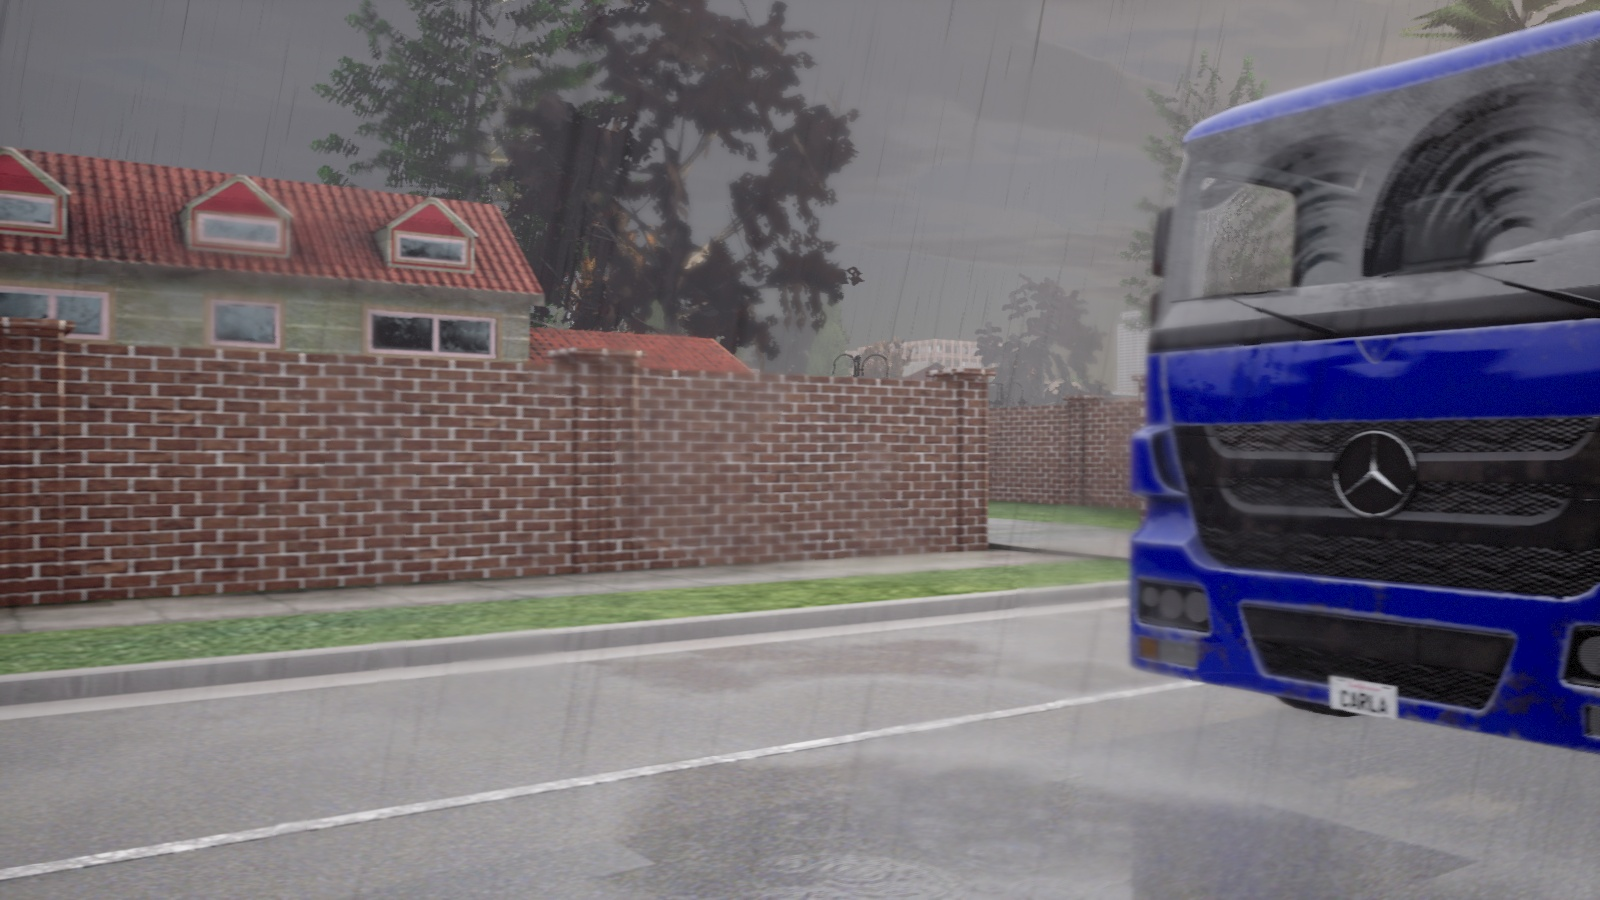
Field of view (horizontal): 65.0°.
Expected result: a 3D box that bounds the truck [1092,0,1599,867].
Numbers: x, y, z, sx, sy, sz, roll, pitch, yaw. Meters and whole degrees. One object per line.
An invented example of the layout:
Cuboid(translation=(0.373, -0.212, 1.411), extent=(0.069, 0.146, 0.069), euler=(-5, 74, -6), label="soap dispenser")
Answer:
Cuboid(translation=(5.591, -0.230, 7.554), extent=(7.936, 3.462, 2.891), euler=(0, 0, -35), label="truck")
